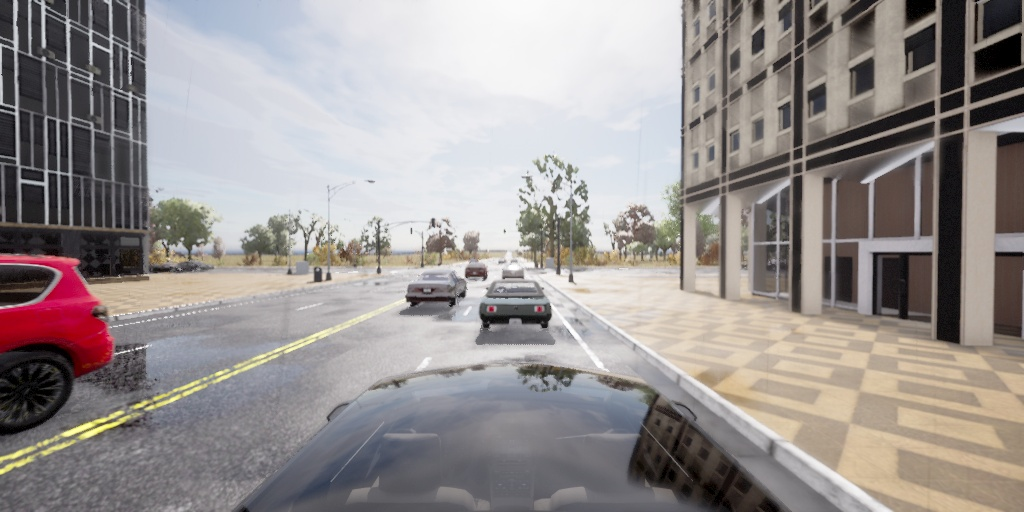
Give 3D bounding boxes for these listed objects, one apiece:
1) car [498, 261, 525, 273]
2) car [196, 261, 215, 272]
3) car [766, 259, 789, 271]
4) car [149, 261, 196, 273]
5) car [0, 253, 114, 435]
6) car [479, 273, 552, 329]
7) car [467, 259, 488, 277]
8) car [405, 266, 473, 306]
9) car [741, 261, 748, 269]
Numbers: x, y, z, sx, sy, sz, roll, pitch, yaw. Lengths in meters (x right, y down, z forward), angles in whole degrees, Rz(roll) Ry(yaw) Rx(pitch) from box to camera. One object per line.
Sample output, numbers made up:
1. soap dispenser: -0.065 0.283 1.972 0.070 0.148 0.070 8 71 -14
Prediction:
1. car: 0.086 1.361 30.006 2.033 1.411 5.357 0 0 0
2. car: -43.164 1.420 48.669 4.892 1.490 1.837 0 1 3
3. car: 35.658 1.131 47.967 4.553 1.767 2.097 0 1 3
4. car: -43.538 1.559 45.427 4.718 1.301 1.895 0 1 3
5. car: -6.600 0.974 2.589 2.150 2.045 5.566 0 0 0
6. car: 0.092 1.375 11.286 1.895 1.301 4.718 0 0 0
7. car: -3.246 1.297 32.905 1.882 1.535 5.008 0 0 -2
8. car: -3.158 1.332 15.856 2.033 1.411 5.357 0 0 0
9. car: 33.661 1.341 51.322 4.718 1.301 1.895 0 1 3
